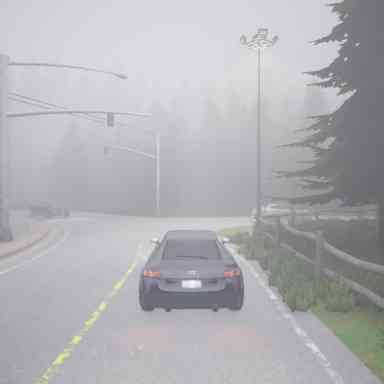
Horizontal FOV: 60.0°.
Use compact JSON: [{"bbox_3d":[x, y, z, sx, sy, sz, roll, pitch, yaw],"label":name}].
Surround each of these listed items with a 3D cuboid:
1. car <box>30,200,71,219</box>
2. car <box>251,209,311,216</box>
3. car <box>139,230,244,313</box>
[{"bbox_3d":[-12.547,1.505,29.270,4.892,1.490,1.837,0,0,41],"label":"car"},{"bbox_3d":[6.836,1.552,25.341,4.674,1.442,1.812,0,0,-13],"label":"car"},{"bbox_3d":[-0.029,1.564,7.775,1.994,1.385,4.181,0,0,-1],"label":"car"}]
